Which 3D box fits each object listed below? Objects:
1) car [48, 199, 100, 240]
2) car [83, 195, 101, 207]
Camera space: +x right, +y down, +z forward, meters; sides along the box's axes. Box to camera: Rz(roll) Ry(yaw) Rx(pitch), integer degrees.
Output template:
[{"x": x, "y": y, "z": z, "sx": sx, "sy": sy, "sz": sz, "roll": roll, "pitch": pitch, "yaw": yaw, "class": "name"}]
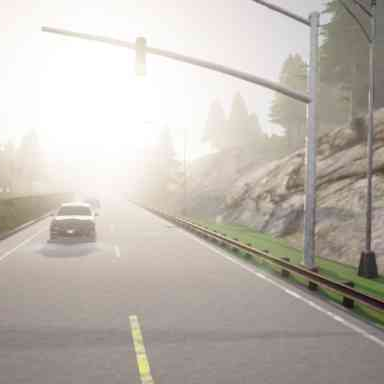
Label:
[{"x": -5.506, "y": 1.312, "z": 15.747, "sx": 1.837, "sy": 1.490, "sz": 4.892, "roll": 1, "pitch": 1, "yaw": -15, "class": "car"}, {"x": -11.786, "y": 1.039, "z": 39.132, "sx": 1.994, "sy": 1.385, "sz": 4.181, "roll": 1, "pitch": 0, "yaw": -15, "class": "car"}]
